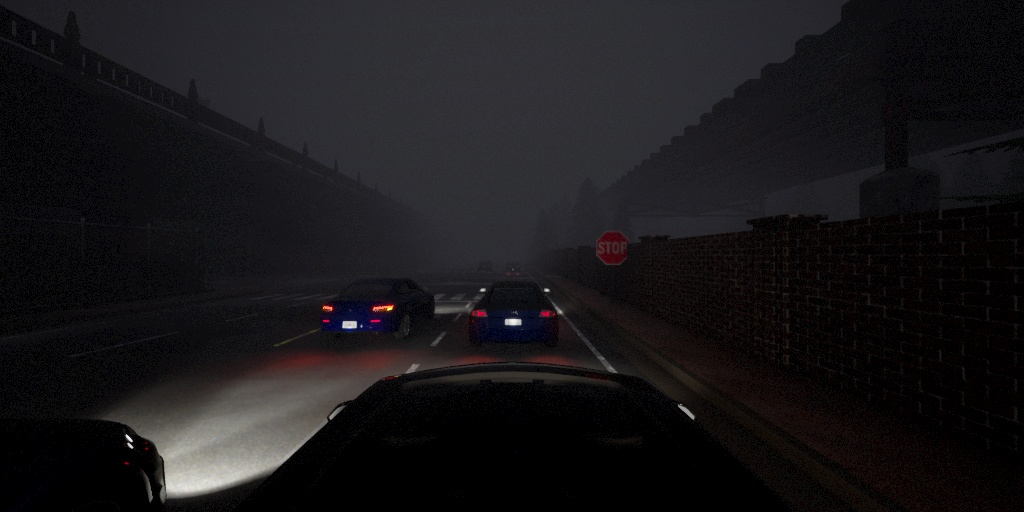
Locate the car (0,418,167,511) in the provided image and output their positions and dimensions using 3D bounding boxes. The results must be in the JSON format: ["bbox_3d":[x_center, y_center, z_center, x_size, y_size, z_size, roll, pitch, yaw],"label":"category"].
[{"bbox_3d":[-3.399,1.314,0.730,1.994,1.385,4.181,0,0,0],"label":"car"}]

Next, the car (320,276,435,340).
[{"bbox_3d":[-3.413,1.276,9.825,1.812,1.442,4.674,0,0,0],"label":"car"}]

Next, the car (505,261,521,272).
[{"bbox_3d":[0.099,1.351,46.119,1.895,1.301,4.718,0,0,-1],"label":"car"}]

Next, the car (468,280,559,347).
[{"bbox_3d":[0.069,1.314,9.303,1.994,1.385,4.181,0,0,1],"label":"car"}]

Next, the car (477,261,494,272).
[{"bbox_3d":[-3.395,1.297,45.950,2.033,1.411,5.357,0,0,-1],"label":"car"}]
